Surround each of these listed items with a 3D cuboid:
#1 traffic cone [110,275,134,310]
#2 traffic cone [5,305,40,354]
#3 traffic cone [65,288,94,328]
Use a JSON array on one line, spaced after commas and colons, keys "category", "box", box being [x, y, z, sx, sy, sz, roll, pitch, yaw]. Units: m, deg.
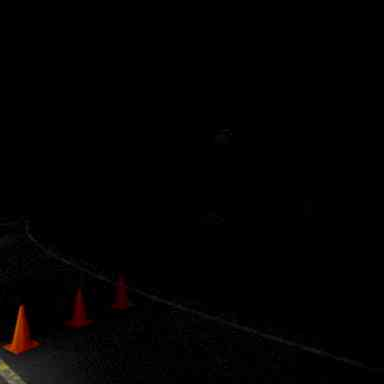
[{"category": "traffic cone", "box": [-1.360, 1.919, 6.472, 0.340, 0.580, 0.340, 1, 1, 33]}, {"category": "traffic cone", "box": [-2.452, 1.938, 4.806, 0.340, 0.580, 0.340, 1, 1, 33]}, {"category": "traffic cone", "box": [-1.906, 1.928, 5.639, 0.340, 0.580, 0.340, 1, 1, 33]}]
